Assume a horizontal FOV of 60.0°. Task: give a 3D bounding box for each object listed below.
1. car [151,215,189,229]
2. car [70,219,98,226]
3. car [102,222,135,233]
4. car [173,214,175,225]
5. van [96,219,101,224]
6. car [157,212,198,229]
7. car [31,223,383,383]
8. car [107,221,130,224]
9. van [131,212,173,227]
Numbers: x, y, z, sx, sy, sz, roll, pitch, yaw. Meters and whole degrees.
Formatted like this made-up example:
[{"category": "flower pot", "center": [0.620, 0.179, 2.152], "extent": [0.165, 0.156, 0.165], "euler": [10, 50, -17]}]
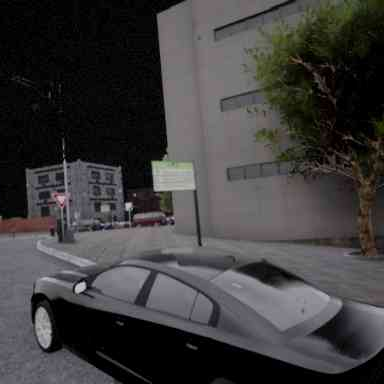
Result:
[{"category": "car", "center": [-3.179, 4.321, 47.758], "extent": [5.008, 1.535, 2.097], "euler": [-7, -8, 21]}, {"category": "car", "center": [-14.206, 4.478, 41.206], "extent": [1.994, 1.385, 4.181], "euler": [-7, -6, 22]}, {"category": "car", "center": [-12.665, 6.132, 57.371], "extent": [5.366, 1.575, 1.946], "euler": [-7, -8, 22]}, {"category": "car", "center": [-4.228, 4.111, 45.136], "extent": [4.792, 1.488, 2.163], "euler": [-7, -7, 22]}, {"category": "van", "center": [-15.851, 5.163, 49.563], "extent": [4.442, 1.987, 1.878], "euler": [-7, -7, 22]}, {"category": "car", "center": [-2.178, 4.319, 50.316], "extent": [5.566, 2.045, 2.435], "euler": [-7, -8, 22]}, {"category": "car", "center": [-0.222, 1.456, 4.238], "extent": [5.008, 1.535, 1.882], "euler": [1, 1, 40]}, {"category": "car", "center": [-10.336, 5.187, 50.587], "extent": [1.812, 1.442, 4.674], "euler": [-7, -8, 22]}, {"category": "van", "center": [-5.225, 3.638, 42.563], "extent": [4.442, 1.987, 1.878], "euler": [-7, -7, 22]}]
